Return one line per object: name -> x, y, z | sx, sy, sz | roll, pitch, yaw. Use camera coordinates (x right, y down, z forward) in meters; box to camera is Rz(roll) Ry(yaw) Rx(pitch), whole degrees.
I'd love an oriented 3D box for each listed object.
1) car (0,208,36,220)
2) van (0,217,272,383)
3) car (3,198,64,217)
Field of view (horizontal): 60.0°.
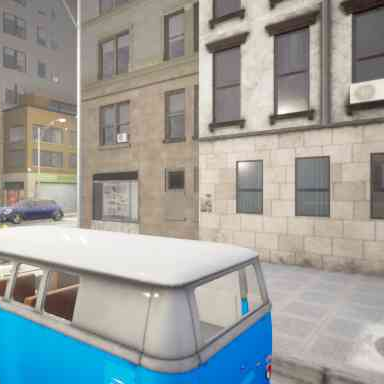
car -> -5.657, 1.315, 6.766 | 5.009, 1.841, 2.192 | 0, 0, 35
van -> -1.141, 1.341, 3.607 | 3.998, 1.788, 1.690 | 0, 0, 35
car -> -11.736, 1.286, 24.021 | 2.097, 1.767, 4.553 | 0, 0, 35
